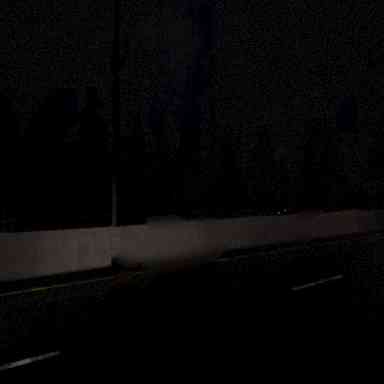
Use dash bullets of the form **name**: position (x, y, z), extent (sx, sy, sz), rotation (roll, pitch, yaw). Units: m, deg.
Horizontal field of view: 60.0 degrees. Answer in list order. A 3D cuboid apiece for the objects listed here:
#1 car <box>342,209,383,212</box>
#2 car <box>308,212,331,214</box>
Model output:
- **car**: position (13.975, 1.638, 26.286), extent (4.718, 1.301, 1.895), rotation (0, 0, -30)
- **car**: position (12.218, 1.654, 29.313), extent (4.718, 1.301, 1.895), rotation (0, 0, -30)
